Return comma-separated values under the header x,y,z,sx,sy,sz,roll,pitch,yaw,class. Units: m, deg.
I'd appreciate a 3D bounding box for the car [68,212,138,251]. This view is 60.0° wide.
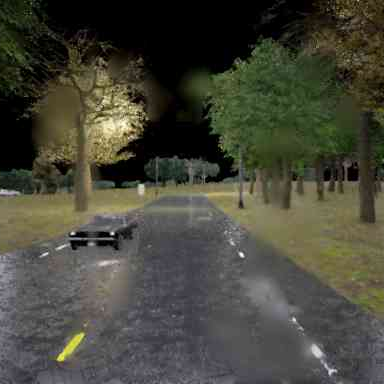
x,y,z,sx,sy,sz,roll,pitch,yaw,class
-3.594,1.573,14.151,1.895,1.301,4.718,0,0,0,car
